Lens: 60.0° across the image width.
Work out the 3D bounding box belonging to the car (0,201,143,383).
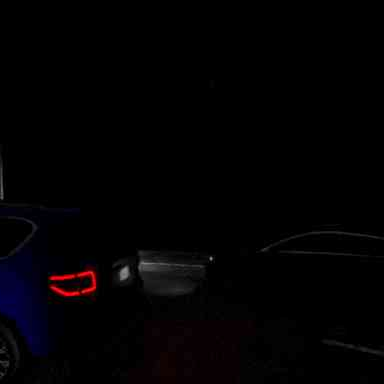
[{"bbox_3d":[-3.501,1.175,4.895,5.566,2.045,2.150,-1,0,12],"label":"car"}]

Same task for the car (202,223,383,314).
[{"bbox_3d":[2.543,1.347,6.322,4.902,1.511,2.128,0,1,31],"label":"car"}]
